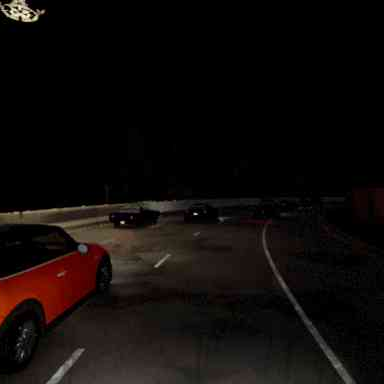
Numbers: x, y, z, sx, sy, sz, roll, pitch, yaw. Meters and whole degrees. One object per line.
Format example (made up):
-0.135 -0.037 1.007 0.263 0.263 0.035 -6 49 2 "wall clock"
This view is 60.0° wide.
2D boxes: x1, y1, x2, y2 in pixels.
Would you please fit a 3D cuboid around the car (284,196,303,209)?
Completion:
13.232 1.615 45.615 1.994 1.385 4.181 0 0 34 "car"

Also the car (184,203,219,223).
0.837 1.571 26.041 1.994 1.385 4.181 0 0 17 "car"

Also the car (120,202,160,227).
-3.762 1.592 22.792 1.895 1.301 4.718 0 0 14 "car"

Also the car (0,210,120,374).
-3.003 1.343 5.827 2.097 1.767 4.553 0 0 4 "car"

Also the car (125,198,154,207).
-7.908 1.582 50.771 1.895 1.301 4.718 0 0 29 "car"

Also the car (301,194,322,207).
19.457 1.295 54.627 2.150 2.045 5.566 0 0 40 "car"

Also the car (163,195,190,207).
-2.453 1.351 53.234 2.097 1.767 4.553 0 0 31 "car"

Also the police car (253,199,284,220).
6.660 1.452 29.252 1.930 1.638 5.238 0 0 20 "police car"
